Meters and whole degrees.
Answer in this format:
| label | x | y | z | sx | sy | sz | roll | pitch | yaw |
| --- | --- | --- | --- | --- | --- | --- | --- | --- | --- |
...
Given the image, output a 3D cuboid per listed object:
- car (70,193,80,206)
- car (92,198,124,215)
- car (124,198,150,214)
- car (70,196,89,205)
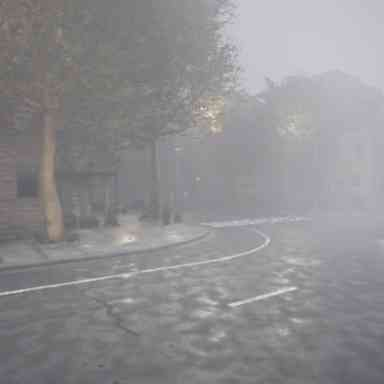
| label | x | y | z | sx | sy | sz | roll | pitch | yaw |
| --- | --- | --- | --- | --- | --- | --- | --- | --- | --- |
| car | -18.158 | 1.202 | 50.995 | 2.435 | 2.045 | 5.566 | 0 | 0 | -35 |
| car | -10.328 | 1.456 | 38.936 | 2.231 | 1.521 | 4.892 | 0 | 0 | -35 |
| car | -5.730 | 1.473 | 38.562 | 1.837 | 1.490 | 4.892 | 0 | 0 | -35 |
| car | -19.899 | 1.493 | 58.699 | 1.812 | 1.442 | 4.674 | 0 | 0 | -35 |
